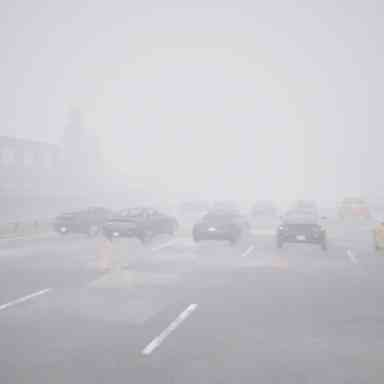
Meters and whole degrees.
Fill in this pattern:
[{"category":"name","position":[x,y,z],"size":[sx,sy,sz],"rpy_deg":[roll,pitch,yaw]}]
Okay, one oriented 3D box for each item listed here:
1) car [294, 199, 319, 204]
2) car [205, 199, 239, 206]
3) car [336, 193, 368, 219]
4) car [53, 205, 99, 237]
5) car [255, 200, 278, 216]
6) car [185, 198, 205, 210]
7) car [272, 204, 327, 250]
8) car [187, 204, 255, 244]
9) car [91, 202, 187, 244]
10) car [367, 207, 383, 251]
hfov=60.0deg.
[{"category":"car","position":[9.829,1.369,28.629],"size":[1.837,1.490,4.892],"rpy_deg":[0,0,20]},{"category":"car","position":[3.223,1.377,30.941],"size":[2.128,1.511,4.902],"rpy_deg":[0,0,20]},{"category":"car","position":[13.023,1.206,27.168],"size":[2.097,1.767,4.553],"rpy_deg":[0,0,20]},{"category":"car","position":[-5.165,1.471,17.765],"size":[1.837,1.490,4.892],"rpy_deg":[0,0,20]},{"category":"car","position":[6.664,1.437,30.171],"size":[1.994,1.385,4.181],"rpy_deg":[0,0,20]},{"category":"car","position":[0.448,1.367,33.583],"size":[1.882,1.535,5.008],"rpy_deg":[0,0,20]},{"category":"car","position":[4.665,1.460,14.100],"size":[1.812,1.442,4.674],"rpy_deg":[0,0,19]},{"category":"car","position":[1.515,1.507,15.654],"size":[1.994,1.385,4.181],"rpy_deg":[0,0,20]},{"category":"car","position":[-2.218,1.453,15.607],"size":[2.128,1.511,4.902],"rpy_deg":[0,0,20]},{"category":"car","position":[7.155,1.411,10.634],"size":[1.882,1.535,5.008],"rpy_deg":[0,1,20]}]
